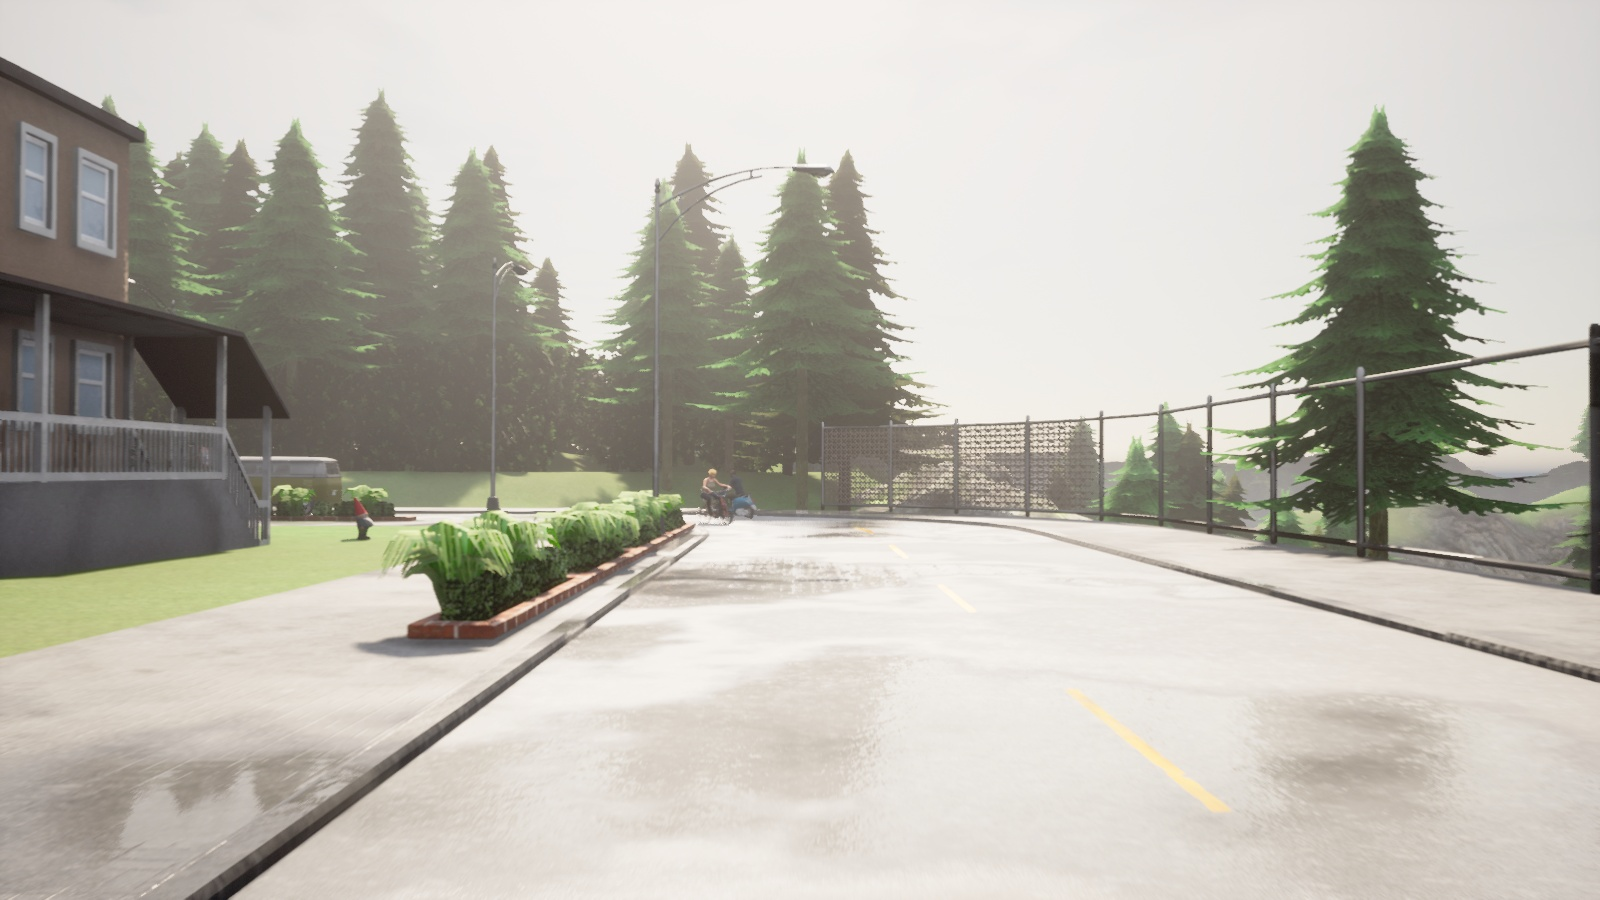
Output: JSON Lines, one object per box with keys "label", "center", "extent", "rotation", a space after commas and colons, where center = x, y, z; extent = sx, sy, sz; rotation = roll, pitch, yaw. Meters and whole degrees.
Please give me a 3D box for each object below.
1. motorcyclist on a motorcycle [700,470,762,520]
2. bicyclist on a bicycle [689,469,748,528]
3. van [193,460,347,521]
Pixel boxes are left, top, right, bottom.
{"label": "motorcyclist on a motorcycle", "center": [-2.249, 1.466, 41.036], "extent": [1.817, 1.590, 0.866], "rotation": [-1, 1, 29]}
{"label": "bicyclist on a bicycle", "center": [-2.337, 1.364, 35.994], "extent": [0.866, 1.612, 1.509], "rotation": [-3, 1, -43]}
{"label": "van", "center": [-17.831, 1.348, 42.394], "extent": [4.442, 1.987, 1.775], "rotation": [0, -1, 0]}
